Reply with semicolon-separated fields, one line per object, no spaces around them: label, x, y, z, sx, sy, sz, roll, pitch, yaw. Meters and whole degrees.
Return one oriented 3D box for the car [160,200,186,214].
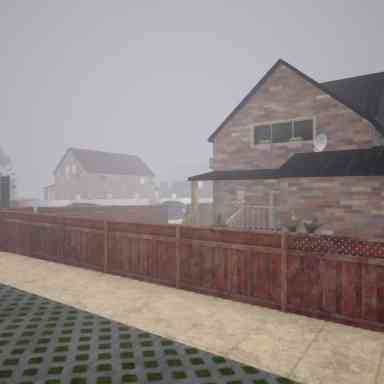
car;-2.543;1.696;37.152;1.837;1.490;4.892;0;-1;35

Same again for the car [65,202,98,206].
car;-9.507;1.620;27.396;1.837;1.490;4.892;0;-1;35
